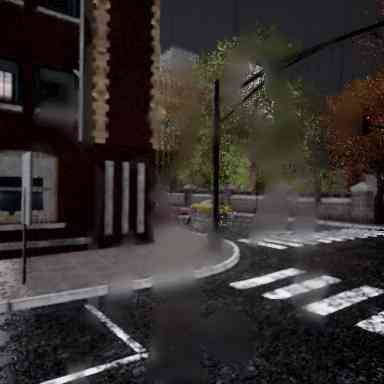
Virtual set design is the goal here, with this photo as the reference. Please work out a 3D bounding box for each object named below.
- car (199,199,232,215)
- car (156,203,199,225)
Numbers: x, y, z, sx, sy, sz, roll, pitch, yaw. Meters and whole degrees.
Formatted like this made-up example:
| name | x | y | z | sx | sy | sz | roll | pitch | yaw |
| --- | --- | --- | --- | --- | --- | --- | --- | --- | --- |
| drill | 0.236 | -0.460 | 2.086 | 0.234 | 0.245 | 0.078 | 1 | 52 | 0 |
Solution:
| name | x | y | z | sx | sy | sz | roll | pitch | yaw |
| --- | --- | --- | --- | --- | --- | --- | --- | --- | --- |
| car | 1.702 | 1.320 | 31.151 | 1.752 | 1.417 | 4.829 | 2 | 0 | -36 |
| car | -1.724 | 1.366 | 21.612 | 1.802 | 1.307 | 4.206 | 2 | 0 | -36 |
